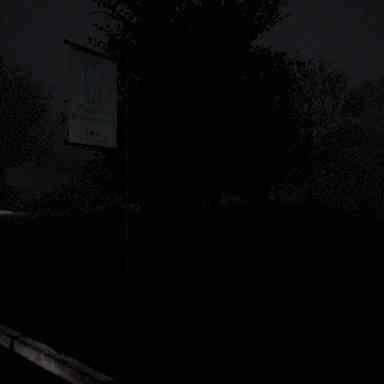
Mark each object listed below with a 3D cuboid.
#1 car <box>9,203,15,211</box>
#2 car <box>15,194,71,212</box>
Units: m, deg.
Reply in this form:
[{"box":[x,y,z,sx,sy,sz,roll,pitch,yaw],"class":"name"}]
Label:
[{"box":[-19.558,1.498,40.469,1.837,1.490,4.892,0,0,39],"class":"car"},{"box":[-16.785,1.214,38.325,2.150,2.045,5.566,0,0,39],"class":"car"}]
